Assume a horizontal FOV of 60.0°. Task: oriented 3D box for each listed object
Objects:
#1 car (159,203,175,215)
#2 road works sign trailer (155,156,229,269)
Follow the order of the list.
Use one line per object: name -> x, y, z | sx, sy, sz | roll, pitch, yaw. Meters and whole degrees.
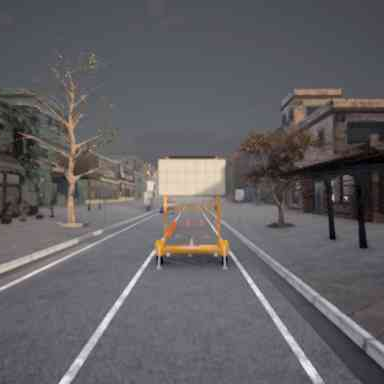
car -> -3.101, 2.116, 42.571 | 2.033, 1.411, 5.357 | 0, -1, 0
road works sign trailer -> -0.001, 0.555, 11.509 | 2.380, 3.560, 2.880 | 0, -1, 0
